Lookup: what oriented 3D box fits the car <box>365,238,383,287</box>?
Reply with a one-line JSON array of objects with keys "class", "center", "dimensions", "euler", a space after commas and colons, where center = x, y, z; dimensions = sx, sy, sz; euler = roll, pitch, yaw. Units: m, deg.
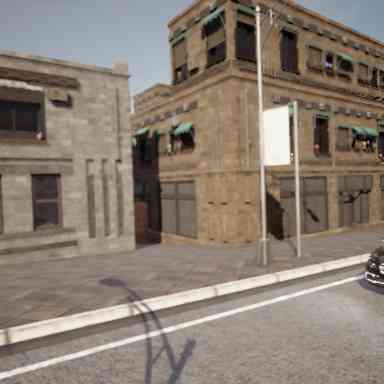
[{"class": "car", "center": [6.146, 1.504, 8.106], "dimensions": [4.892, 1.490, 1.837], "euler": [0, 0, -35]}]
